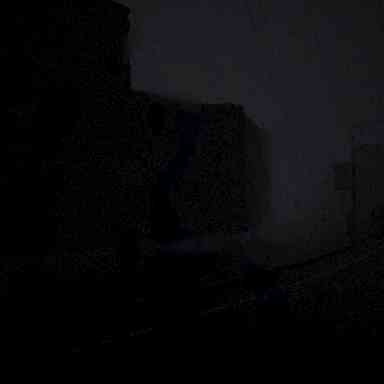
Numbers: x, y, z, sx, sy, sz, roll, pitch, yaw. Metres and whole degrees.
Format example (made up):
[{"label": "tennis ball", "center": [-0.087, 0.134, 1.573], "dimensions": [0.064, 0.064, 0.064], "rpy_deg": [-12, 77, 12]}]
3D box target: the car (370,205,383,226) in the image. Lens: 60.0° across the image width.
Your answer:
[{"label": "car", "center": [19.138, 2.253, 32.627], "dimensions": [2.150, 2.045, 5.566], "rpy_deg": [-2, -3, 16]}]
